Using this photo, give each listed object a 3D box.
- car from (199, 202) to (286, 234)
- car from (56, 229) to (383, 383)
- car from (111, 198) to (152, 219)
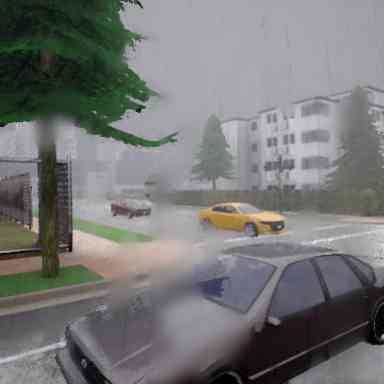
[{"bbox_3d":[2.381,1.295,16.781,1.882,1.535,5.008,-1,0,-37],"label":"car"},{"bbox_3d":[1.088,1.486,4.627,5.357,1.411,2.033,-1,1,-35],"label":"car"},{"bbox_3d":[-4.994,1.295,27.118,1.882,1.535,5.008,-1,1,-35],"label":"car"}]
